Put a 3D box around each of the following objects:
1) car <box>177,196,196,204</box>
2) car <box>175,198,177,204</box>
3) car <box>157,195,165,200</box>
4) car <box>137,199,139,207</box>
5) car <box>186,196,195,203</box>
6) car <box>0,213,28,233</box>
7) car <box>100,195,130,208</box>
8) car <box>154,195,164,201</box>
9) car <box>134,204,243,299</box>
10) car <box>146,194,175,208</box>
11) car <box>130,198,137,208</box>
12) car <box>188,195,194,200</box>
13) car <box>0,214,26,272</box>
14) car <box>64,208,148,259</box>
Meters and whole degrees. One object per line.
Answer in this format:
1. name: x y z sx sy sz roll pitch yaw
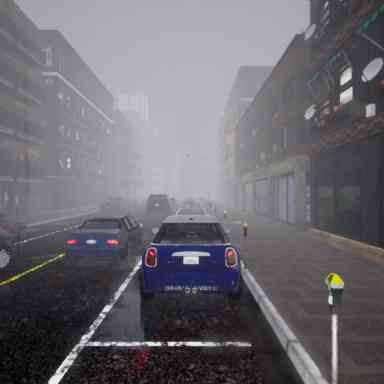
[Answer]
1. car: -0.386 1.524 37.321 1.752 1.417 4.829 0 0 0
2. car: -2.959 1.523 47.478 1.812 1.442 4.674 0 0 0
3. car: -8.669 1.537 93.532 2.008 1.369 4.403 0 0 0
4. car: -8.747 1.542 48.442 1.887 1.381 4.507 0 0 0
5. car: -0.327 1.544 70.968 2.008 1.369 4.403 0 0 0
6. car: -8.806 1.582 14.624 1.802 1.307 4.206 0 0 0
7. car: -8.765 1.313 37.170 2.192 1.841 5.009 0 0 0
8. car: -8.678 1.539 87.895 2.008 1.369 4.403 0 0 0
9. car: -0.014 1.353 8.616 2.097 1.767 4.553 0 0 0
10. car: -3.085 1.220 32.167 2.150 2.045 5.566 0 0 0
11. car: -8.756 1.438 42.805 1.967 1.590 4.097 0 0 0
12. car: -0.287 1.512 93.683 1.752 1.417 4.829 0 0 0
13. car: -6.229 1.505 8.021 1.837 1.490 4.892 0 0 0
14. car: -3.020 1.548 12.518 2.033 1.411 5.357 0 0 0
